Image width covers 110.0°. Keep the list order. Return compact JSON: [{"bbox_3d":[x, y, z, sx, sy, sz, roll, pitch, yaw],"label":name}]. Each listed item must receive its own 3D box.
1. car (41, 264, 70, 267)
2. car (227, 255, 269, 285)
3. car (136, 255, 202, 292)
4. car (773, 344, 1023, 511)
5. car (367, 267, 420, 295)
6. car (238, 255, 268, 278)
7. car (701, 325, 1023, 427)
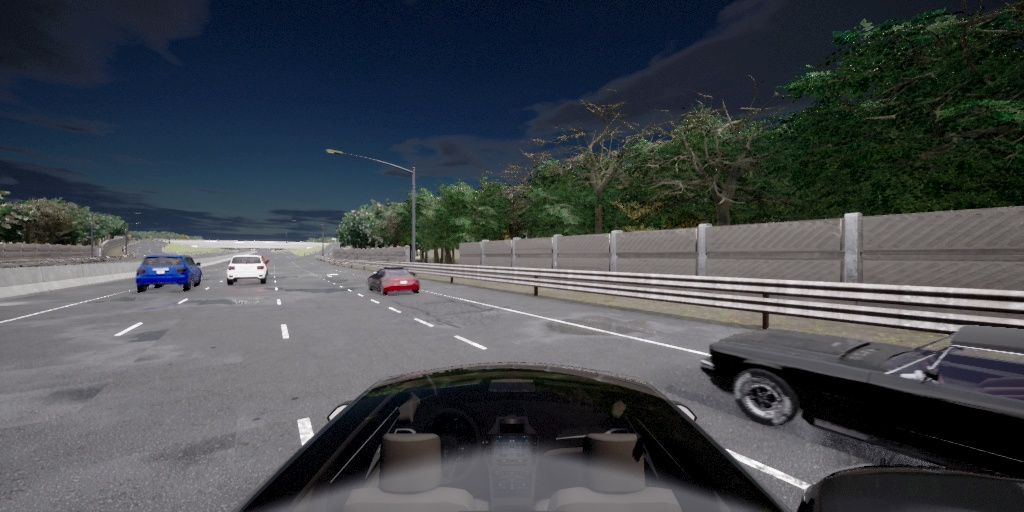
[{"bbox_3d":[-39.406,1.318,30.774,1.895,1.301,4.718,0,0,-34],"label":"car"},{"bbox_3d":[-19.275,0.956,26.216,2.150,2.045,5.566,0,0,-34],"label":"car"},{"bbox_3d":[-20.177,0.958,21.278,2.150,2.045,5.566,0,0,-34],"label":"car"},{"bbox_3d":[2.985,1.315,0.468,4.181,1.385,1.994,0,0,34],"label":"car"},{"bbox_3d":[-6.683,1.309,20.039,1.994,1.385,4.181,0,0,-34],"label":"car"},{"bbox_3d":[-25.267,0.945,35.173,2.150,2.045,5.566,0,0,-34],"label":"car"},{"bbox_3d":[4.544,1.351,3.456,1.895,1.301,4.718,0,0,-34],"label":"car"}]
